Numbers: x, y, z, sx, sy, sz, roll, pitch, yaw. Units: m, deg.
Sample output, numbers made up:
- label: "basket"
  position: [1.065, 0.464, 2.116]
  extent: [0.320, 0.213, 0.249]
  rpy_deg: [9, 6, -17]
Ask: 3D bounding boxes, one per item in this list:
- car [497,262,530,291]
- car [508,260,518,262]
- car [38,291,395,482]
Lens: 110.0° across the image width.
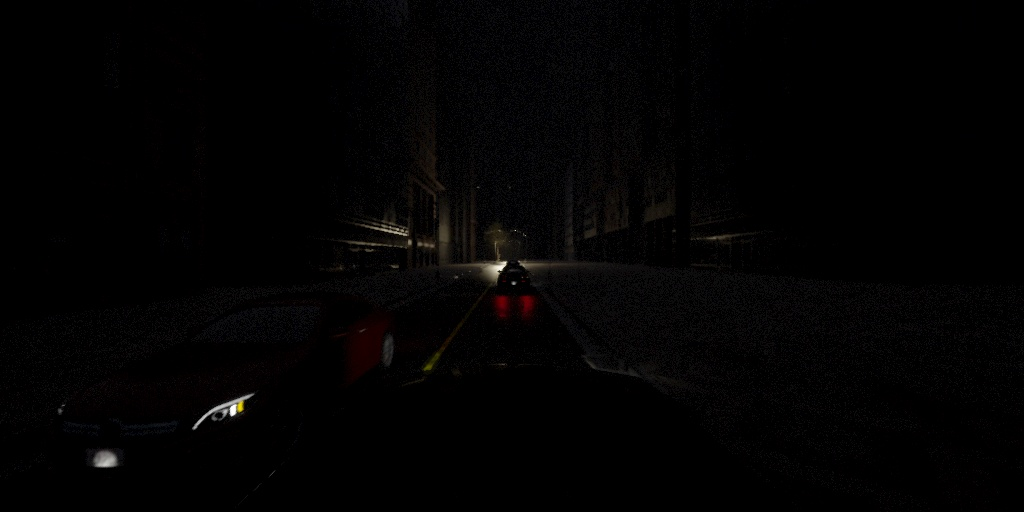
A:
- label: "car"
  position: [0.103, 1.278, 21.684]
  extent: [1.812, 1.442, 4.674]
  rpy_deg: [0, 0, 0]
- label: "car"
  position: [0.109, 1.274, 47.425]
  extent: [1.812, 1.442, 4.674]
  rpy_deg: [0, 0, 0]
- label: "car"
  position: [-3.082, 1.277, 5.050]
  extent: [1.812, 1.442, 4.674]
  rpy_deg: [0, 0, 0]
